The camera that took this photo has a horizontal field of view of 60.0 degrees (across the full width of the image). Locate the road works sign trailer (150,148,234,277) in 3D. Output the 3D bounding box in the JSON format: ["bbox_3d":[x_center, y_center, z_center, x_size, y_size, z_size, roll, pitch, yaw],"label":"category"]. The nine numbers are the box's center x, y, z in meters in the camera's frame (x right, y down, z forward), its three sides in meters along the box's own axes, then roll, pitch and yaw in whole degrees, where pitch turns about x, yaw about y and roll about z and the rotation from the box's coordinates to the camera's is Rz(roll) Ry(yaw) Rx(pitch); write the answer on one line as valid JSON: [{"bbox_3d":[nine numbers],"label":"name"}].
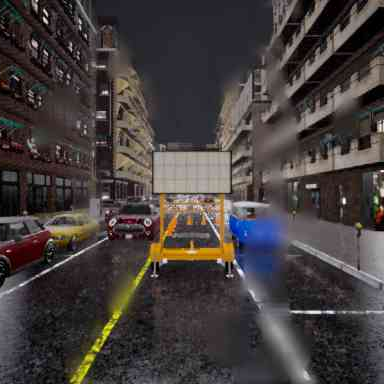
[{"bbox_3d":[-0.002,0.466,10.214,2.380,3.560,2.880,0,0,0],"label":"road works sign trailer"}]

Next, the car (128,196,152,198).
[{"bbox_3d":[-5.329,1.319,31.035,2.192,1.841,5.009,1,0,0],"label":"car"}]

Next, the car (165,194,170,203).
[{"bbox_3d":[-5.352,1.529,58.610,1.752,1.417,4.829,1,0,0],"label":"car"}]

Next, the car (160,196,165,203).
[{"bbox_3d":[-5.345,1.586,47.682,1.802,1.307,4.206,1,0,0],"label":"car"}]

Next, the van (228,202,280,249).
[{"bbox_3d":[2.564,1.343,14.413,1.690,1.788,3.998,1,0,0],"label":"van"}]

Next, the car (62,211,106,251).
[{"bbox_3d":[-5.319,1.528,14.218,1.752,1.417,4.829,1,0,0],"label":"car"}]

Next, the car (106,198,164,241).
[{"bbox_3d":[-2.765,1.354,16.759,2.097,1.767,4.553,0,0,0],"label":"car"}]

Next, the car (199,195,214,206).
[{"bbox_3d":[2.533,1.444,53.257,1.967,1.590,4.097,1,0,0],"label":"car"}]

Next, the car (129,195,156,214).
[{"bbox_3d":[-5.333,1.319,36.584,2.192,1.841,5.009,1,0,0],"label":"car"}]

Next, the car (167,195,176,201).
[{"bbox_3d":[-5.374,1.567,86.525,1.947,1.339,4.313,1,0,0],"label":"car"}]

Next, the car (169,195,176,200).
[{"bbox_3d":[-5.378,1.582,92.073,1.802,1.307,4.206,1,0,0],"label":"car"}]

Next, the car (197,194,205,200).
[{"bbox_3d":[2.504,1.441,92.101,1.967,1.590,4.097,1,0,0],"label":"car"}]

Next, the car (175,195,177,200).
[{"bbox_3d":[-5.369,1.553,80.976,2.008,1.369,4.403,1,0,0],"label":"car"}]

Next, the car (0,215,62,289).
[{"bbox_3d":[-5.314,1.442,8.839,1.967,1.590,4.097,1,0,0],"label":"car"}]

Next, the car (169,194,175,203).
[{"bbox_3d":[-5.358,1.318,69.877,2.192,1.841,5.009,1,0,0],"label":"car"}]
